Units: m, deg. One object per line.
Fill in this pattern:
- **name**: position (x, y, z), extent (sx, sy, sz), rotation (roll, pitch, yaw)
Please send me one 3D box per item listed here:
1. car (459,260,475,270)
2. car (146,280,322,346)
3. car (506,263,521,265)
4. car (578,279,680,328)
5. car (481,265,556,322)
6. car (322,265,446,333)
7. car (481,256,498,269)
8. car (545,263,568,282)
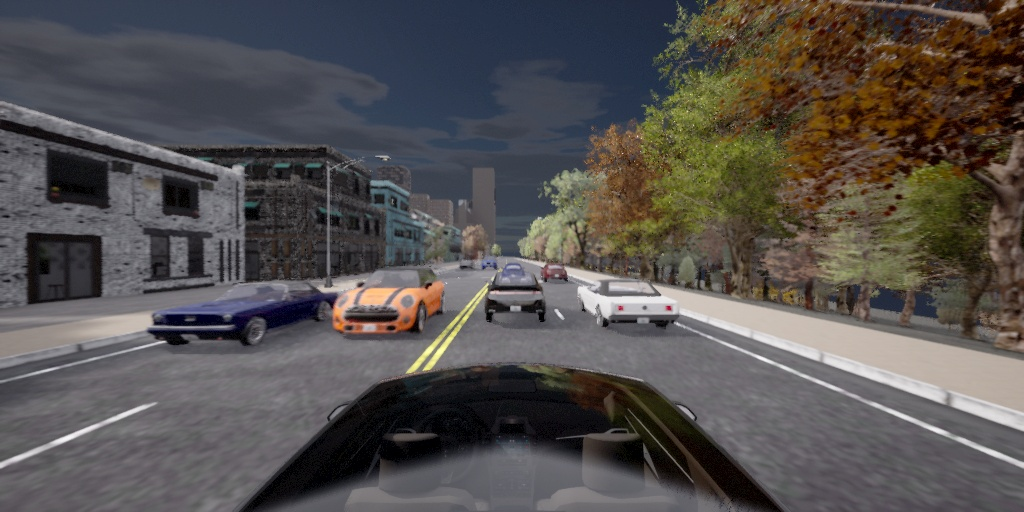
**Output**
- **car**: position (-6.562, 1.292, 52.848), extent (1.837, 1.490, 4.892), rotation (0, 0, 0)
- **car**: position (-6.601, 1.357, 9.558), extent (1.895, 1.301, 4.718), rotation (0, 0, 0)
- **car**: position (0.102, 1.295, 29.106), extent (1.812, 1.442, 4.674), rotation (0, 0, 0)
- **car**: position (3.350, 1.358, 11.350), extent (1.895, 1.301, 4.718), rotation (0, 0, 0)
- **car**: position (0.101, 1.249, 12.396), extent (2.128, 1.511, 4.902), rotation (0, 0, 0)
- **car**: position (-3.349, 1.109, 10.679), extent (2.097, 1.767, 4.553), rotation (0, 0, 0)
- **car**: position (-3.312, 1.008, 53.212), extent (2.150, 2.045, 5.566), rotation (0, 0, 0)
- **car**: position (3.352, 1.295, 29.096), extent (1.812, 1.442, 4.674), rotation (0, 0, 0)
